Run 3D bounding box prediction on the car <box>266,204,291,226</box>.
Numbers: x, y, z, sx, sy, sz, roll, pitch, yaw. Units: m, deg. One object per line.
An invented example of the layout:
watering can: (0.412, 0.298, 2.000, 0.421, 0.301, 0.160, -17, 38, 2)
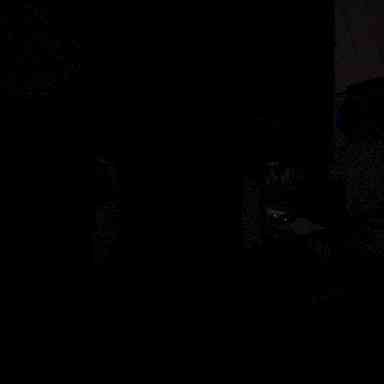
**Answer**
car: (4.763, 1.530, 23.683, 1.812, 1.442, 4.674, 0, 0, -36)
